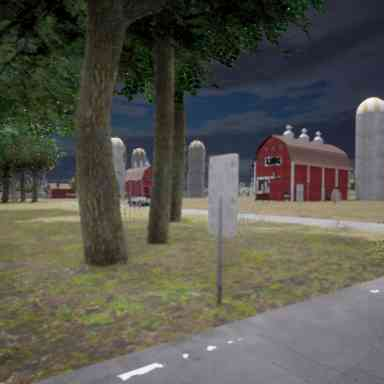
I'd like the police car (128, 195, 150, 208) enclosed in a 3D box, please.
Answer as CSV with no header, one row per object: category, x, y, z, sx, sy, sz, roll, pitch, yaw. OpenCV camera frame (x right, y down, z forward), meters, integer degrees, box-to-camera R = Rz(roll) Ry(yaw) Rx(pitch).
police car,-7.038,1.307,45.791,1.930,1.638,5.238,2,-1,-35
